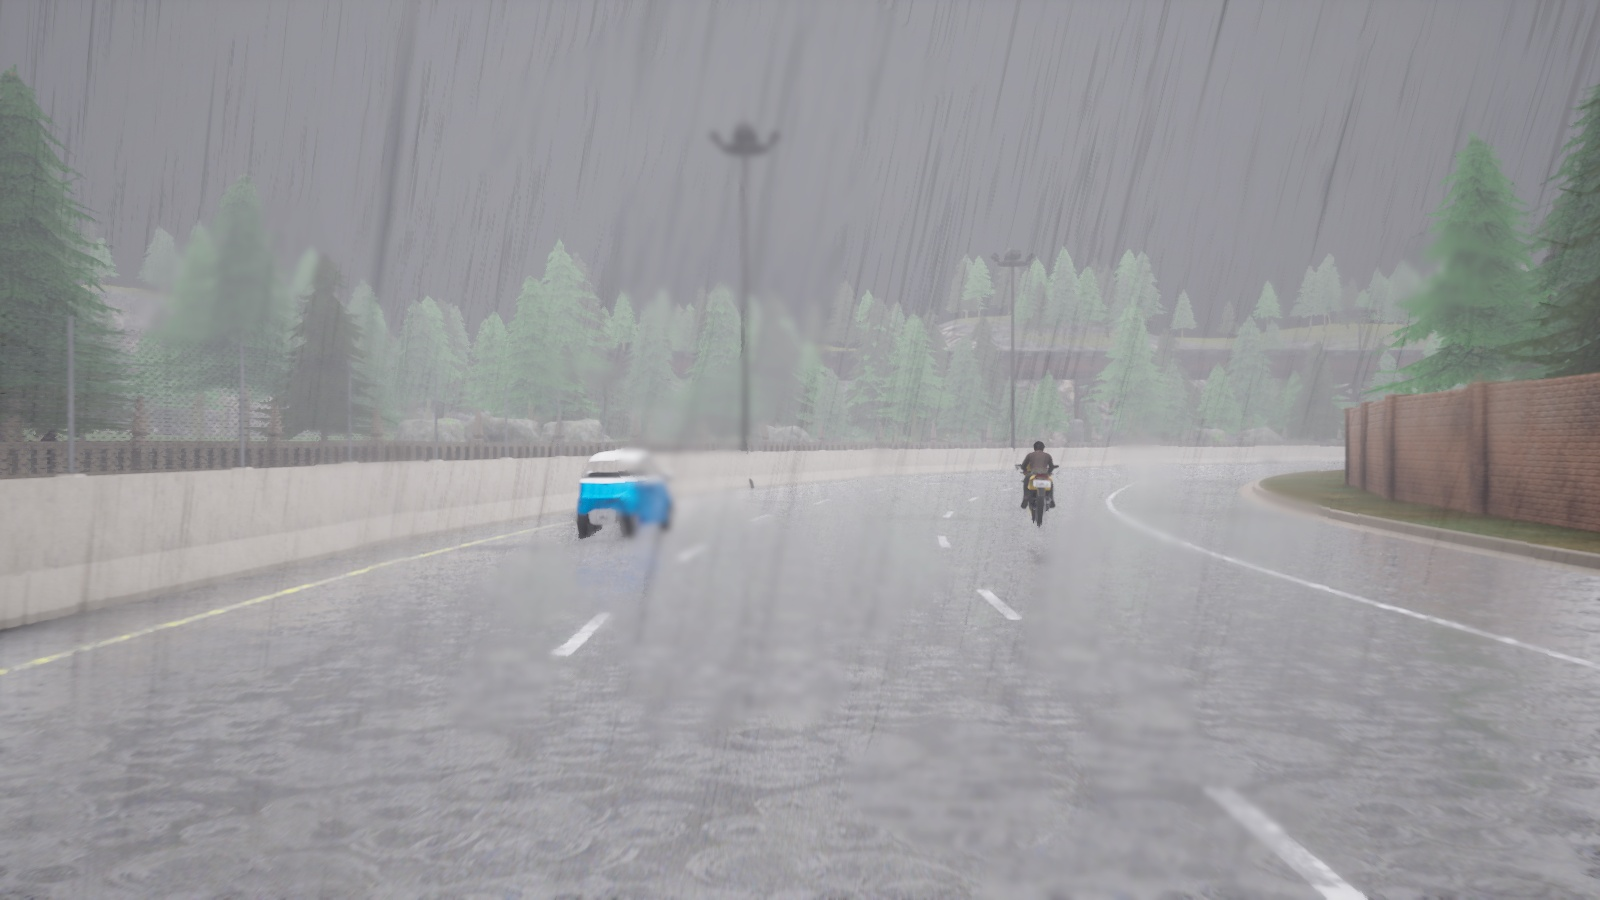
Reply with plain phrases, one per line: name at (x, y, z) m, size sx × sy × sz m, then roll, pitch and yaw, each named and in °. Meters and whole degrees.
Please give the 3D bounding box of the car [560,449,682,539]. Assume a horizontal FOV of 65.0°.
car at (-2.894, 0.682, 20.677) m, size 1.481 × 1.376 × 2.207 m, roll 0°, pitch 1°, yaw 6°

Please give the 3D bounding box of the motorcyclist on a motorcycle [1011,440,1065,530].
motorcyclist on a motorcycle at (4.312, 0.603, 22.879) m, size 0.797 × 1.523 × 2.044 m, roll 2°, pitch 1°, yaw 8°
